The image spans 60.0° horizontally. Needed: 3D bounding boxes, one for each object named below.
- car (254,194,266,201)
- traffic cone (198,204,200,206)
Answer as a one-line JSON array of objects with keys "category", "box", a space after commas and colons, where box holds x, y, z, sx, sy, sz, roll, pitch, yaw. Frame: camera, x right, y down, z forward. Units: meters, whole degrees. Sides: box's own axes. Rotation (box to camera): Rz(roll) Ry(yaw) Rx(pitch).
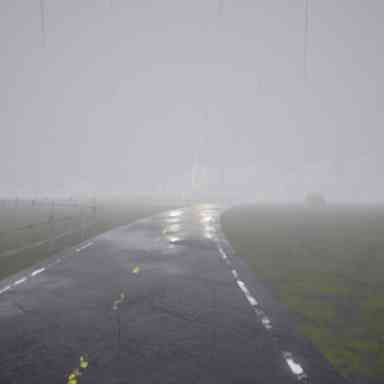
[{"category": "car", "box": [18.508, 1.443, 90.169, 2.097, 1.767, 4.553, 0, 0, 30]}, {"category": "traffic cone", "box": [1.124, 1.954, 53.519, 0.340, 0.580, 0.340, 0, 0, 15]}]
